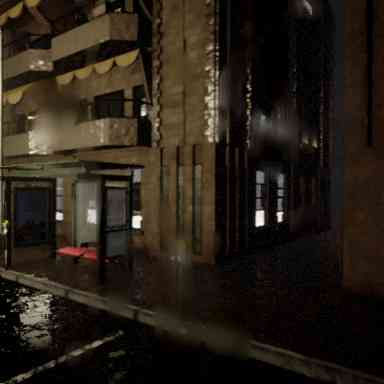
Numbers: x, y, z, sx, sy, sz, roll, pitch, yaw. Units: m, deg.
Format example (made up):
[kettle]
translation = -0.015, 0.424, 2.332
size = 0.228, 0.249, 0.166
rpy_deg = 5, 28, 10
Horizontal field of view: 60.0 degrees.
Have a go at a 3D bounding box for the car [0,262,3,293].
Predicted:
[car]
translation = -5.833, 1.370, 7.038
size = 4.097, 1.590, 1.967
rpy_deg = 1, 0, 36
